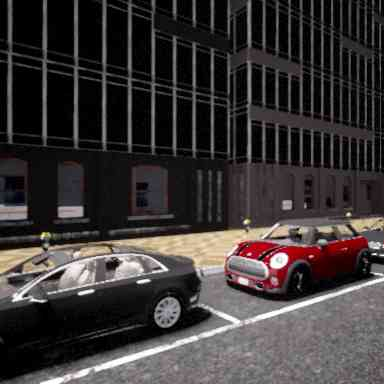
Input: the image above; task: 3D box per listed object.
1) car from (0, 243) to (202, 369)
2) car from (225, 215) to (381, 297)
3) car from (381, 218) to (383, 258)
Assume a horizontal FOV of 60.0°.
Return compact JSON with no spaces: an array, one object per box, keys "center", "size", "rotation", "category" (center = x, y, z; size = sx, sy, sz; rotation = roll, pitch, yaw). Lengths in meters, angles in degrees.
[{"center":[-1.867,1.554,5.227],"size":[4.403,1.369,2.008],"rotation":[0,0,-35],"category":"car"},{"center":[2.769,1.453,8.531],"size":[4.097,1.590,1.967],"rotation":[0,0,-35],"category":"car"},{"center":[7.405,1.573,11.834],"size":[4.403,1.369,2.008],"rotation":[0,0,-35],"category":"car"}]
